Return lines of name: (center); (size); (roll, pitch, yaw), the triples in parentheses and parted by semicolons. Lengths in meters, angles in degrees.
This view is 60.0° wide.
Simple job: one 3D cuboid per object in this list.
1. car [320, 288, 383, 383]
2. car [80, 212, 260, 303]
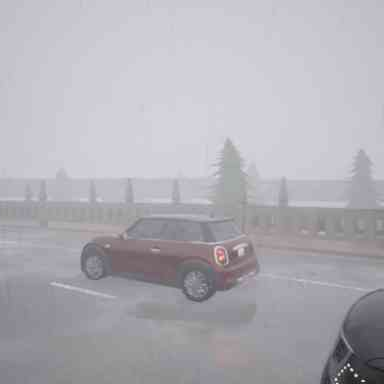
car: (3.474, 1.210, 1.350); (5.566, 2.045, 2.150); (0, 0, 37)
car: (-0.720, 1.329, 8.379); (4.553, 1.767, 2.097); (0, 0, 33)
